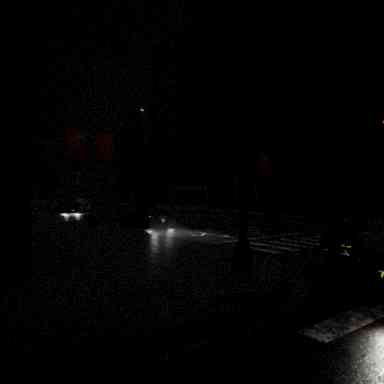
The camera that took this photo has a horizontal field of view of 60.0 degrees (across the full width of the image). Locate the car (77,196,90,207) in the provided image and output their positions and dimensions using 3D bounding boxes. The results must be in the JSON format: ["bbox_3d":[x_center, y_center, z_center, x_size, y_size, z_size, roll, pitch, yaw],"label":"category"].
[{"bbox_3d":[-18.959,1.743,56.428,1.812,1.442,4.674,0,0,-36],"label":"car"}]

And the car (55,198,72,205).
[{"bbox_3d":[-25.231,1.857,65.160,1.895,1.301,4.718,0,0,-36],"label":"car"}]

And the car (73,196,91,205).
[{"bbox_3d":[-22.011,1.612,66.250,2.097,1.767,4.553,0,0,-36],"label":"car"}]

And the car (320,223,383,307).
[{"bbox_3d":[4.454,1.524,7.981,1.812,1.442,4.674,1,0,6],"label":"car"}]

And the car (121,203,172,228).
[{"bbox_3d":[-3.253,1.560,23.075,2.128,1.511,4.902,0,0,-36],"label":"car"}]

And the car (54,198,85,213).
[{"bbox_3d":[-14.664,1.691,38.989,2.033,1.411,5.357,0,0,-35],"label":"car"}]

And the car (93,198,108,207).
[{"bbox_3d":[-16.199,1.787,58.147,1.994,1.385,4.181,0,0,-35],"label":"car"}]
